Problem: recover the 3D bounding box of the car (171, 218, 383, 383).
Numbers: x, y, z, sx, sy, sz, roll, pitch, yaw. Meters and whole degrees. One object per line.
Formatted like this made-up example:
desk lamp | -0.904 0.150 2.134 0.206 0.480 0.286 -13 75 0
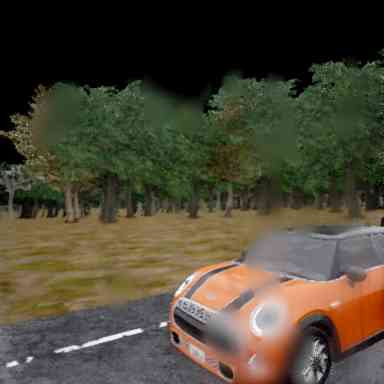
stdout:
car | 1.899 1.365 5.328 4.553 1.767 2.097 0 0 -35
